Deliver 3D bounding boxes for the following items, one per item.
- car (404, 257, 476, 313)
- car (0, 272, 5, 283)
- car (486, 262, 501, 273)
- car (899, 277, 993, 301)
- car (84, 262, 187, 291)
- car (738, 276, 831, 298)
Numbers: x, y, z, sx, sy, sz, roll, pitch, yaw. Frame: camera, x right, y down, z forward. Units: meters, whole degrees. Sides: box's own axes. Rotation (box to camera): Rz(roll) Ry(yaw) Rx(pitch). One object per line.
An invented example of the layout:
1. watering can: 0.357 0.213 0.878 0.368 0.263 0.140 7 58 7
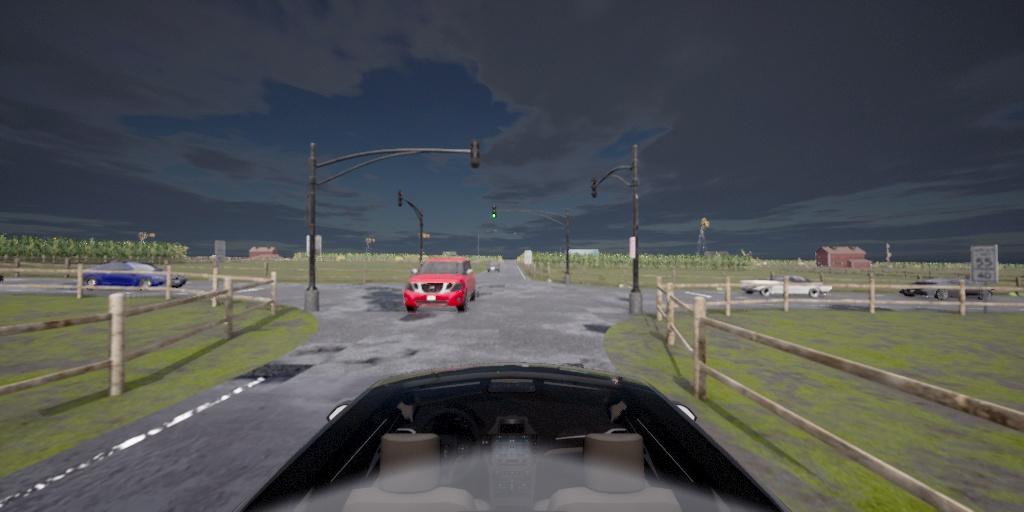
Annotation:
1. car: -2.753 1.069 14.984 2.150 2.045 5.566 0 0 0
2. car: -30.324 0.925 19.238 4.181 1.385 1.994 1 -1 0
3. car: -2.754 1.709 54.089 2.128 1.511 4.902 0 0 0
4. car: 27.663 2.061 22.959 4.181 1.385 1.994 1 -1 1
5. car: -20.273 1.069 19.240 4.674 1.442 1.812 1 -1 0
6. car: 17.274 1.898 22.964 4.718 1.301 1.895 1 -1 2
